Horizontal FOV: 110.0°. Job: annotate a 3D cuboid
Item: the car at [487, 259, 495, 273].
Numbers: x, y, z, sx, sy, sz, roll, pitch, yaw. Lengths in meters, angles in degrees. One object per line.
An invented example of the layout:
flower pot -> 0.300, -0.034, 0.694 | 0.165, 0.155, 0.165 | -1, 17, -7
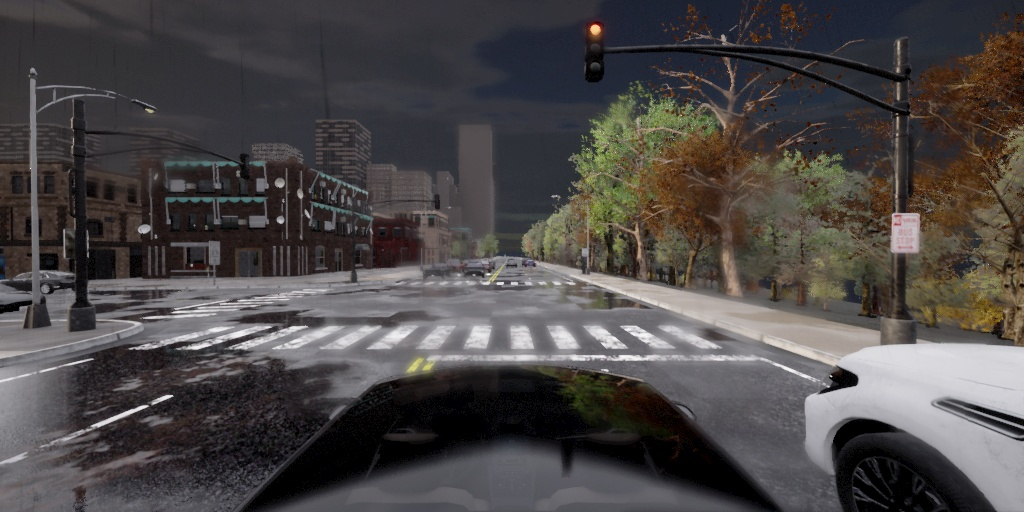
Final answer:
car -> -3.434, 1.258, 43.328 | 1.812, 1.442, 4.674 | 0, 0, 0

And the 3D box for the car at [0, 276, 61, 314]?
car -> -19.973, 1.564, 13.123 | 4.313, 1.339, 1.948 | 0, 0, 0

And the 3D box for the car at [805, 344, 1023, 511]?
car -> 3.356, 0.972, 0.374 | 2.150, 2.045, 5.566 | 0, 0, 0

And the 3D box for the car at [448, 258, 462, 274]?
car -> -6.681, 1.086, 41.560 | 2.097, 1.767, 4.553 | 0, 0, 0

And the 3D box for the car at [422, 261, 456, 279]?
car -> -6.678, 1.339, 32.475 | 1.895, 1.301, 4.718 | 0, 0, 0

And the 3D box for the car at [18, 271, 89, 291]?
car -> -28.326, 1.558, 21.616 | 4.403, 1.370, 2.007 | 0, 0, 0

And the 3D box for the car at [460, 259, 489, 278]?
car -> -3.446, 1.285, 33.865 | 2.033, 1.411, 5.357 | 0, 0, -4

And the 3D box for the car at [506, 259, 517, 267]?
car -> -0.054, 1.286, 64.106 | 1.994, 1.385, 4.181 | 0, 0, 0

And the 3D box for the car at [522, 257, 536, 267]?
car -> 3.204, 1.247, 64.077 | 1.812, 1.442, 4.674 | 0, 0, 0
